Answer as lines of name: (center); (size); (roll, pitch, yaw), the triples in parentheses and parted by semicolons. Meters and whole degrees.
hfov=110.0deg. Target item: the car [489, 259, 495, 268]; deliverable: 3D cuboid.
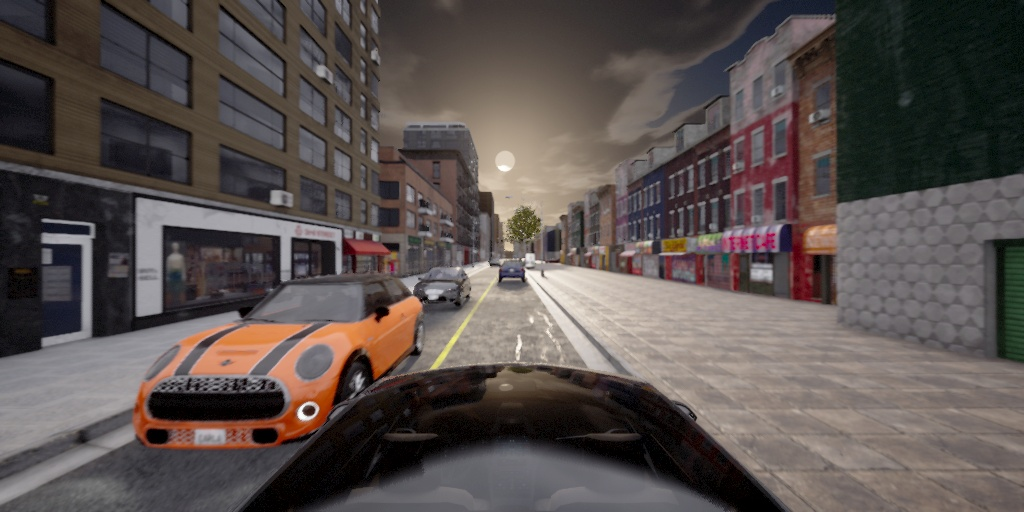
car: (-2.957, 1.260, 63.587); (1.837, 1.490, 4.892); (0, 0, 0)

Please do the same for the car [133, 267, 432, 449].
car: (-2.854, 1.108, 5.621); (2.097, 1.767, 4.553); (0, 0, 0)

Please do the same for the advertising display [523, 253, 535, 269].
advertising display: (2.857, 0.768, 55.793); (1.540, 2.440, 0.280); (0, 0, 0)

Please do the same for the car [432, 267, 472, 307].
car: (-2.877, 1.247, 15.647); (2.128, 1.511, 4.902); (0, 0, 0)

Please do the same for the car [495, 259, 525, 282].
car: (-0.005, 1.099, 29.179); (2.097, 1.767, 4.553); (0, 0, 0)
